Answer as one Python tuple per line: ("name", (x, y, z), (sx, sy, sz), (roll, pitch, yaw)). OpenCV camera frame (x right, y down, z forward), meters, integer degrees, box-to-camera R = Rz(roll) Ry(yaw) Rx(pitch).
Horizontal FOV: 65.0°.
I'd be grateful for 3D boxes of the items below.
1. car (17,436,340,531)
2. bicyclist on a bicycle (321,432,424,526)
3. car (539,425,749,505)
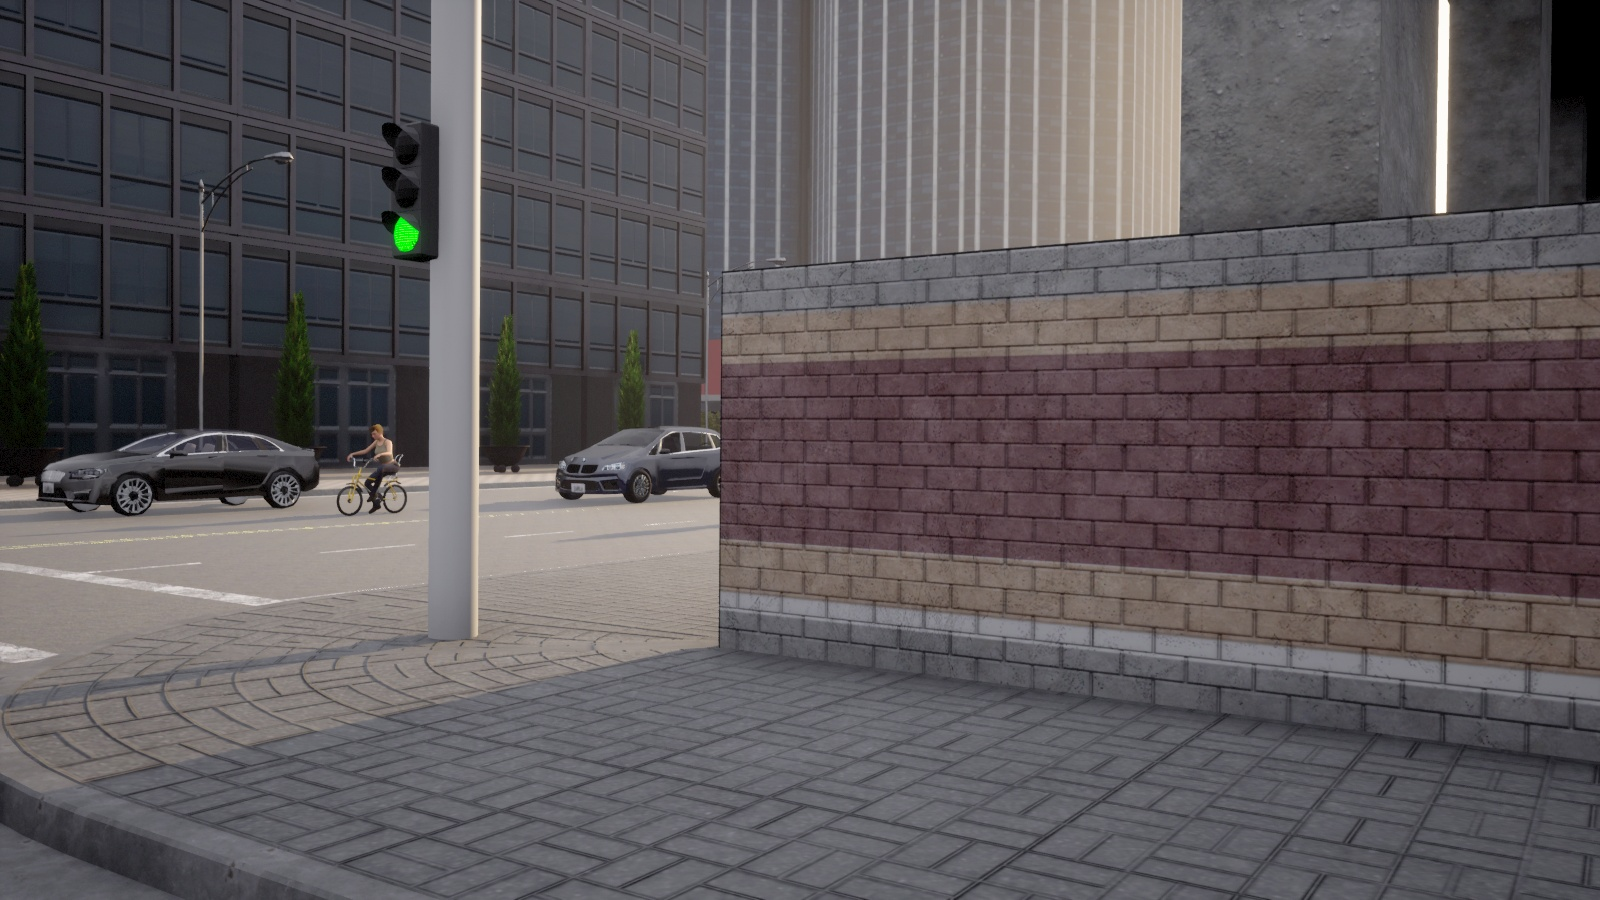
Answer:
("car", (-11.276, 0.529, 23.165), (2.128, 1.511, 4.902), (0, 1, 34))
("bicyclist on a bicycle", (-7.597, 0.487, 22.361), (0.866, 1.612, 1.509), (0, 1, 34))
("car", (-3.441, 0.272, 28.584), (2.242, 1.667, 4.611), (0, 1, 34))
